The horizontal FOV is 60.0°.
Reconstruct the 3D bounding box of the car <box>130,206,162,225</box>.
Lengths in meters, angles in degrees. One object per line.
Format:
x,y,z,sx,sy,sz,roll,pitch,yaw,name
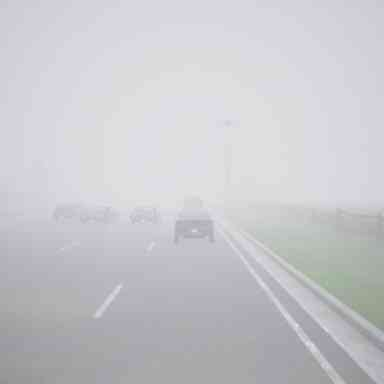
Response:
-3.395,1.732,25.278,1.895,1.301,4.718,0,0,0,car

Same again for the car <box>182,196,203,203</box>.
0.108,1.417,37.567,2.150,2.045,5.566,0,0,0,car

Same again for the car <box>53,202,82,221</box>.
-10.393,1.655,28.856,1.837,1.490,4.892,0,0,0,car

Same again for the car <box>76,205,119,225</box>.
-6.894,1.732,25.278,1.895,1.301,4.718,0,0,0,car

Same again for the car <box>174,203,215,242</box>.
0.104,1.566,17.089,1.882,1.535,5.008,0,0,0,car
